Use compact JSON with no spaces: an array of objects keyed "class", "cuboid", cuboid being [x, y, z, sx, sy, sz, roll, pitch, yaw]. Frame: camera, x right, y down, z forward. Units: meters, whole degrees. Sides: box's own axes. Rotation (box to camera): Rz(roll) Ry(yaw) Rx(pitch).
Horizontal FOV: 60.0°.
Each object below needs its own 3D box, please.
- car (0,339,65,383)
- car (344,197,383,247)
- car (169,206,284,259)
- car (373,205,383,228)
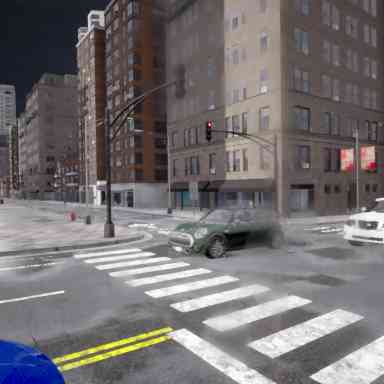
[{"class":"car","cuboid":[-3.077,1.478,1.253,5.008,1.535,1.882,0,0,-35]},{"class":"car","cuboid":[8.667,1.224,13.854,5.566,2.045,2.150,1,0,-36]},{"class":"car","cuboid":[1.363,1.350,12.640,4.553,1.767,2.097,0,0,-35]},{"class":"car","cuboid":[13.797,1.567,21.504,4.181,1.385,1.994,0,0,-36]}]
